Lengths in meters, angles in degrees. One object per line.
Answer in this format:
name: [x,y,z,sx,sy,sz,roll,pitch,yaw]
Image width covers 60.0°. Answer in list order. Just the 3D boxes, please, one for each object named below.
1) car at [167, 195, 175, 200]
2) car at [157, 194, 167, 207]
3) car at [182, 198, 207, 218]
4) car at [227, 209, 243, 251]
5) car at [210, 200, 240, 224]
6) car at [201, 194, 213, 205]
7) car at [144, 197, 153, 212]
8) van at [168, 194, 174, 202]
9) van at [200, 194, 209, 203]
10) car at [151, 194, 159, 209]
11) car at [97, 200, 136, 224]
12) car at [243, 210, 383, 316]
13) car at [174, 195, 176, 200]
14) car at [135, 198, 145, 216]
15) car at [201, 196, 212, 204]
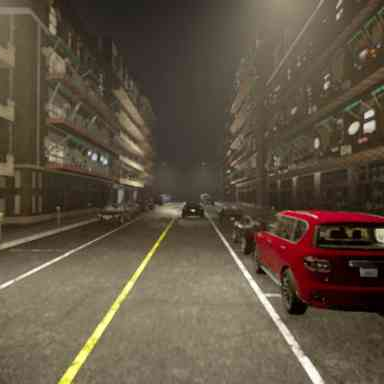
car: [-5.707,1.584,92.431,1.947,1.339,4.313,1,0,0]
car: [-5.691,1.317,52.800,2.192,1.841,5.009,1,0,0]
car: [0.091,1.562,30.512,1.994,1.385,4.181,0,0,0]
car: [2.698,1.565,13.131,1.947,1.339,4.313,1,0,0]
car: [2.694,1.549,24.455,2.008,1.369,4.403,1,0,0]
car: [2.687,1.527,52.934,1.752,1.417,4.829,1,0,0]
car: [-5.689,1.543,35.814,1.887,1.381,4.507,1,0,0]
van: [-5.699,1.349,75.446,1.690,1.788,3.998,1,0,0]
van: [2.670,1.347,69.748,1.690,1.788,3.998,1,0,0]
car: [-5.690,1.440,41.477,1.967,1.590,4.097,1,0,0]
car: [-5.686,1.549,24.491,2.008,1.369,4.403,1,0,0]
car: [2.703,1.315,7.468,2.192,1.841,5.009,1,0,0]
car: [-5.700,1.326,81.107,2.192,1.841,5.009,1,0,0]
car: [-5.688,1.524,29.983,1.752,1.417,4.829,1,0,0]
car: [2.690,1.570,64.087,1.947,1.339,4.313,1,0,0]
